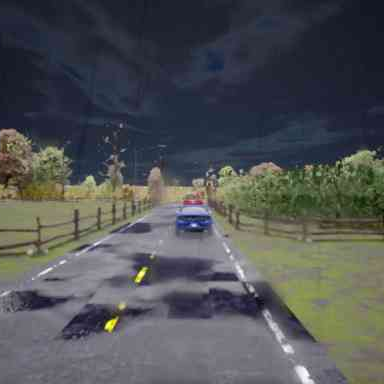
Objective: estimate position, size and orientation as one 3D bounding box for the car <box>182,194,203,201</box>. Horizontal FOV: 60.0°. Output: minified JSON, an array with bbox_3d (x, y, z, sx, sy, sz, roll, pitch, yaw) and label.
[{"bbox_3d":[0.095,1.202,37.615,2.150,2.045,5.566,0,0,0],"label":"car"}]

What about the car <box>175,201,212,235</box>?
[{"bbox_3d":[0.098,1.473,18.633,1.882,1.535,5.008,0,0,0],"label":"car"}]
